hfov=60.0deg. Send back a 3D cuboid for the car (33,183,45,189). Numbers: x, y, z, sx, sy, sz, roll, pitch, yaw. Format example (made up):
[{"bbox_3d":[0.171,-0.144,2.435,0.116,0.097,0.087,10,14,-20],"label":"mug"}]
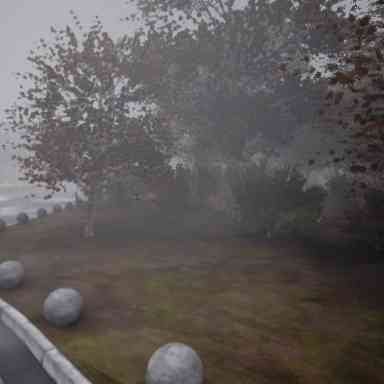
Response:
[{"bbox_3d":[-24.691,-1.297,52.425,1.946,1.575,5.366,1,4,7],"label":"car"}]

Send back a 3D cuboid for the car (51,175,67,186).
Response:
[{"bbox_3d":[-23.953,-1.914,58.159,2.435,2.045,5.566,1,4,7],"label":"car"}]

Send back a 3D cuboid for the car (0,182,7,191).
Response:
[{"bbox_3d":[-26.096,-0.593,41.489,1.946,1.575,5.366,1,4,7],"label":"car"}]

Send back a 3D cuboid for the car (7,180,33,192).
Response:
[{"bbox_3d":[-25.389,-0.946,46.955,1.946,1.575,5.366,1,4,7],"label":"car"}]
